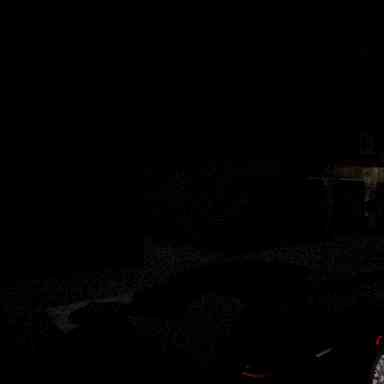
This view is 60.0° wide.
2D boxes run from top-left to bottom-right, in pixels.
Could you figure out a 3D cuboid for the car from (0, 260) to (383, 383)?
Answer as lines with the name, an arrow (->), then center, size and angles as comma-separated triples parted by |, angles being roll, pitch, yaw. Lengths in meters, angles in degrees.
car -> 0.386, 1.526, 3.348 | 4.674, 1.442, 1.812 | 0, 0, -35
